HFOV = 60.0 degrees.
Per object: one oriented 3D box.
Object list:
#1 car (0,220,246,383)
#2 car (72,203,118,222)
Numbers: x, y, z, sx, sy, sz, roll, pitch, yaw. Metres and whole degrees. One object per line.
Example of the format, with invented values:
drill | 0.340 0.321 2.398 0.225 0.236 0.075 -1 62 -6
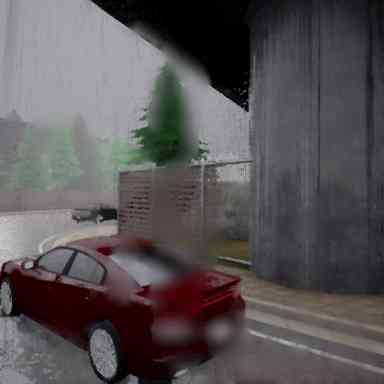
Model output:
car | -1.501 1.490 5.582 5.008 1.535 1.882 0 0 42
car | -6.615 1.538 24.541 2.128 1.511 4.902 0 0 24
